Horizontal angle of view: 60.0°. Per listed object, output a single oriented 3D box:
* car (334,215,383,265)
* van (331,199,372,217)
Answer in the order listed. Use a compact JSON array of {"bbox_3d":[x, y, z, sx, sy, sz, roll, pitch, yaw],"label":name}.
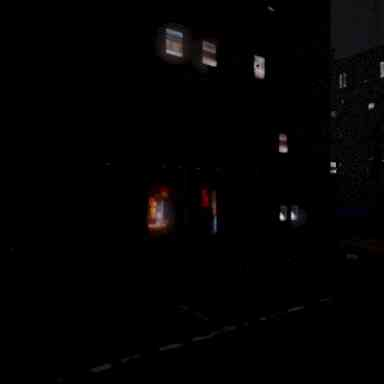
[{"bbox_3d":[6.754,1.649,11.384,4.829,1.417,1.752,1,-1,-35],"label":"car"},{"bbox_3d":[15.275,1.606,32.283,1.690,1.788,3.998,0,0,-36],"label":"van"}]
